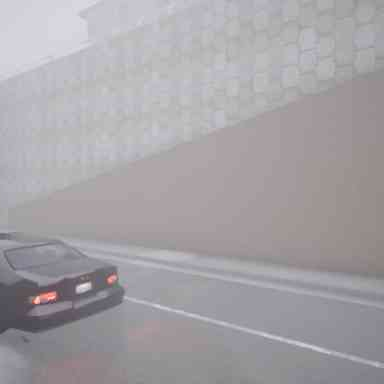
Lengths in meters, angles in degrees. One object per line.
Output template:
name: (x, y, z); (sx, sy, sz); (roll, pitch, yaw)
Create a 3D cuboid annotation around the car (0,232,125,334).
car: (-3.735, 1.540, 6.661); (5.357, 1.411, 2.033); (0, 0, 36)
